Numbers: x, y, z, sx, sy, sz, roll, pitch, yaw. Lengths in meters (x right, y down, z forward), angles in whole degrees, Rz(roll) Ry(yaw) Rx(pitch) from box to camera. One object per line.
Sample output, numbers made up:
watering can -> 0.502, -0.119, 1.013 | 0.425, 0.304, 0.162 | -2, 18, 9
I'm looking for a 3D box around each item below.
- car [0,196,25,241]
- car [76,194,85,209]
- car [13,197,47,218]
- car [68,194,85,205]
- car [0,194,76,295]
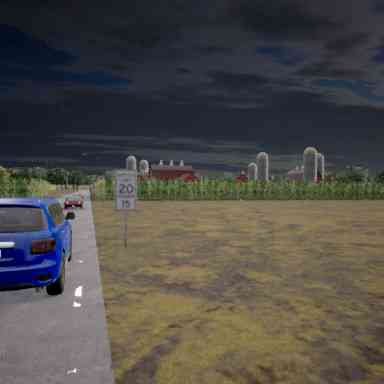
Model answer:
car -> -9.603, 1.151, 16.008 | 2.097, 1.767, 4.553 | 0, 1, -17
car -> -13.091, 1.170, 37.056 | 1.895, 1.301, 4.718 | 0, 1, -17
car -> -12.941, 1.197, 26.828 | 1.812, 1.442, 4.674 | 0, 0, -17
car -> -16.114, 0.997, 46.659 | 2.033, 1.411, 5.357 | 0, 1, -17
car -> -4.228, 1.130, 8.280 | 2.150, 2.045, 5.566 | 0, 1, -17
